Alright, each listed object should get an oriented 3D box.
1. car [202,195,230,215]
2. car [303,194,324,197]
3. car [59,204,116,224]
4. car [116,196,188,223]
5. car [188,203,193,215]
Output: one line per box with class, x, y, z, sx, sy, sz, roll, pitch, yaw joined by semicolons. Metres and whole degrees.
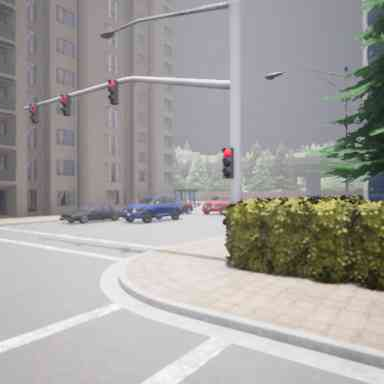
car;3.300;1.326;35.384;2.150;2.045;5.566;0;0;36
car;14.142;1.285;38.067;2.150;2.045;5.566;0;0;36
car;-7.649;1.672;26.344;2.033;1.411;5.357;0;0;36
car;-3.029;1.326;26.738;2.150;2.045;5.566;0;0;36
car;-1.859;1.603;34.262;1.882;1.535;5.008;0;0;36
